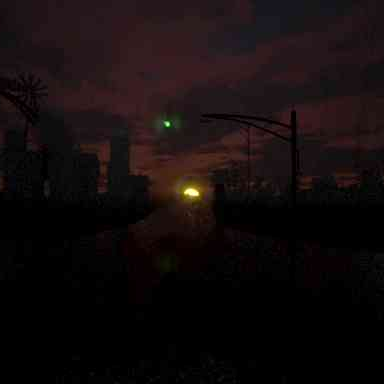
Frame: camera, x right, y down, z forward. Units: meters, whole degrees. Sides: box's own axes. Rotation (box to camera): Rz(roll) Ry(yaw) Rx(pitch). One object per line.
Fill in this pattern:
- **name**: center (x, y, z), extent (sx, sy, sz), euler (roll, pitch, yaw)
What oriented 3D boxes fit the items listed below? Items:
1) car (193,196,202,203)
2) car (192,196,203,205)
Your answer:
- **car**: center (1.164, 1.546, 68.875), extent (1.837, 1.490, 4.892), euler (0, 0, 1)
- **car**: center (0.982, 1.578, 58.455), extent (2.033, 1.411, 5.357), euler (0, 0, 1)
